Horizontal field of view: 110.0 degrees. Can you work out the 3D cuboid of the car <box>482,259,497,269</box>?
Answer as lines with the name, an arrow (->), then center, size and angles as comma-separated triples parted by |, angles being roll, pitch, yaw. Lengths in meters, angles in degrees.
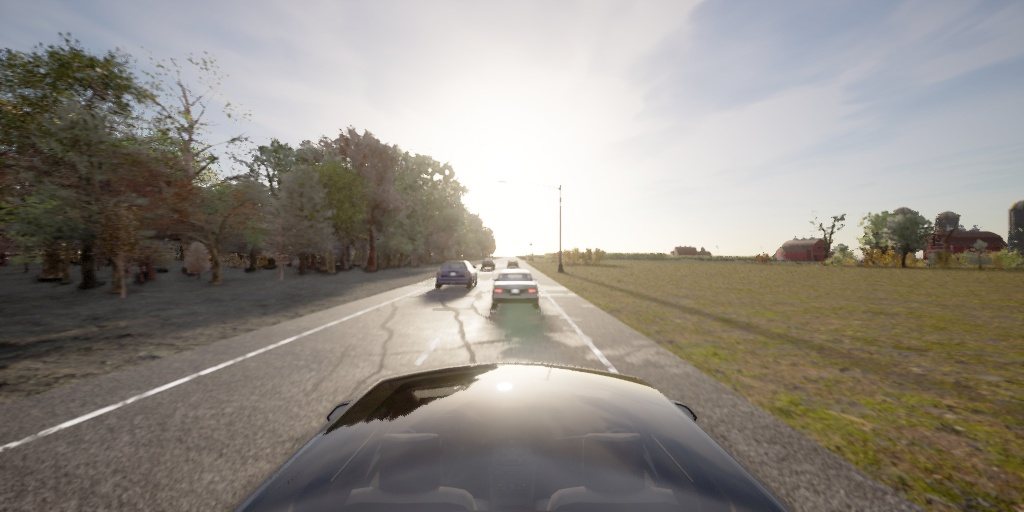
car -> -3.344, 1.130, 52.320 | 1.837, 1.490, 4.892 | 0, 0, 0

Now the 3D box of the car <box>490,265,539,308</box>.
car -> 0.117, 1.270, 14.992 | 2.033, 1.411, 5.357 | 0, 0, 0

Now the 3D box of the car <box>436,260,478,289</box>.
car -> -3.374, 1.056, 22.663 | 2.097, 1.767, 4.553 | 0, 0, 0

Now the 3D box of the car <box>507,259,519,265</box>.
car -> 0.166, 1.207, 60.937 | 1.895, 1.301, 4.718 | 0, 0, 0
